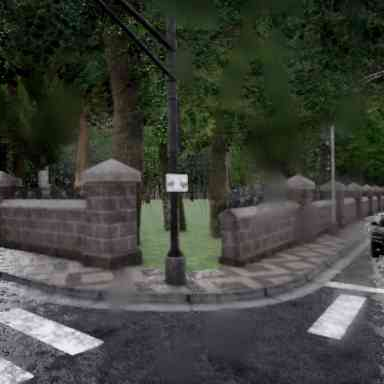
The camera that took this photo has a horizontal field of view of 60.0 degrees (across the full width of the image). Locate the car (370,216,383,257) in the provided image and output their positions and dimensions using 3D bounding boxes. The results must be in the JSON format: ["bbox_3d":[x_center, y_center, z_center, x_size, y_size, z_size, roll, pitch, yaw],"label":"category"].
[{"bbox_3d":[8.010,1.510,12.499,1.882,1.535,5.008,-1,-1,35],"label":"car"}]
